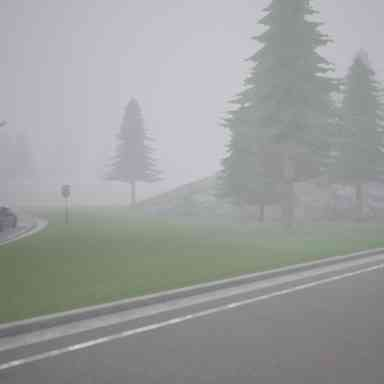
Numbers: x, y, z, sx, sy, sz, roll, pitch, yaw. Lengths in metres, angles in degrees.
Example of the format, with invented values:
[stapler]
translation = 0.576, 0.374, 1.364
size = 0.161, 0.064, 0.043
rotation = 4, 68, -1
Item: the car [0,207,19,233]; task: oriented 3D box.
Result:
[car]
translation = -11.588, 1.548, 19.361
size = 2.033, 1.411, 5.357
rotation = 0, 0, -17
